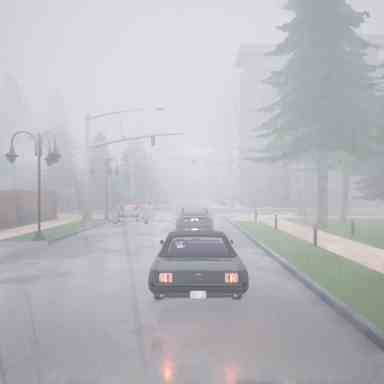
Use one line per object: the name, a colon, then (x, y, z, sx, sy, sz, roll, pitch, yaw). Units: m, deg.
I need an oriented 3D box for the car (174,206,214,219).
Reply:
car: (0.130, 1.505, 17.603, 1.837, 1.490, 4.892, 0, 0, 0)

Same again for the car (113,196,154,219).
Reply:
car: (-3.466, 0.970, 20.316, 2.097, 1.767, 4.553, 0, 0, 0)

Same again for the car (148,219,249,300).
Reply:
car: (0.118, 1.601, 8.341, 1.895, 1.301, 4.718, 0, 0, 0)
